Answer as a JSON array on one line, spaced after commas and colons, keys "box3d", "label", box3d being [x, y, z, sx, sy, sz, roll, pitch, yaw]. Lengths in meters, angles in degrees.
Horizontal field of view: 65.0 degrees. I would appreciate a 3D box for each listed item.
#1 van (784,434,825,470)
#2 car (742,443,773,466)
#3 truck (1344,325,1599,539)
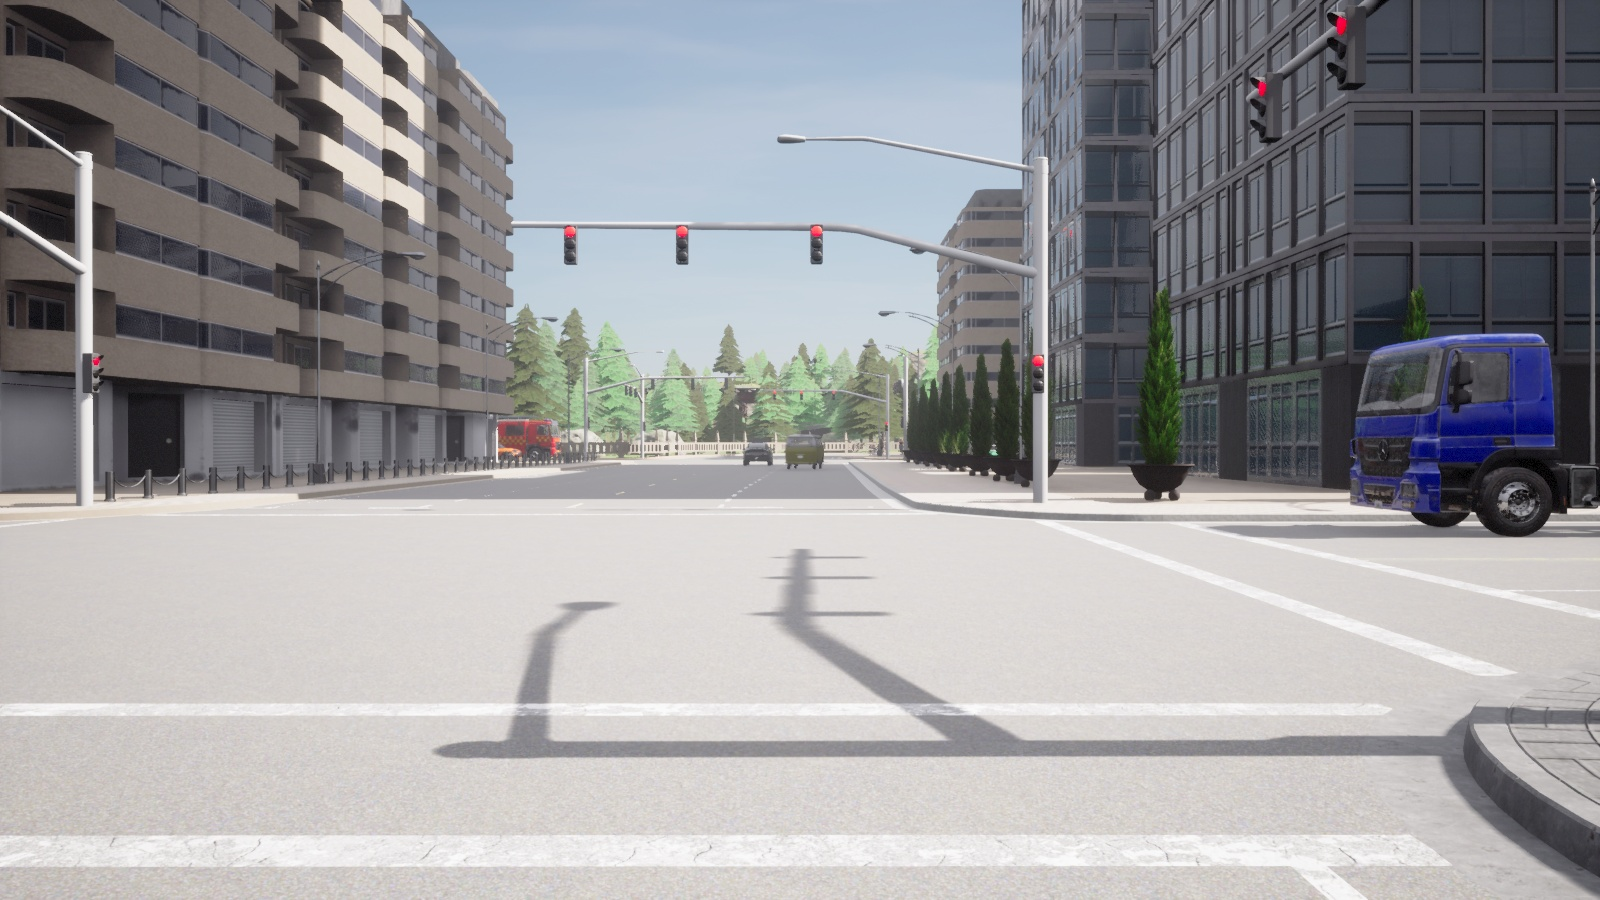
[{"box3d": [0.309, 0.096, 71.409, 1.775, 1.987, 4.442, 0, 0, 8], "label": "van"}, {"box3d": [-2.794, 0.274, 84.086, 1.837, 1.490, 4.892, 0, 0, 1], "label": "car"}, {"box3d": [14.034, -0.291, 21.786, 7.936, 3.462, 2.891, 0, 0, 1], "label": "truck"}]
